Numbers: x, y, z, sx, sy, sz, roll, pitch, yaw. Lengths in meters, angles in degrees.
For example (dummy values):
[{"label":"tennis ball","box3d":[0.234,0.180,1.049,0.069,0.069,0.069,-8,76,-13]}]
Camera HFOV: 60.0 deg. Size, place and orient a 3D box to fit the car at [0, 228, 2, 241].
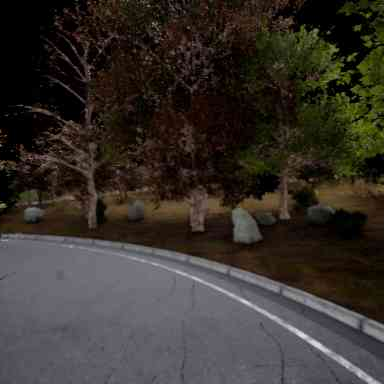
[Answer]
[{"label":"car","box3d":[-10.468,1.711,14.376,4.892,1.490,1.837,-1,-1,23]}]
